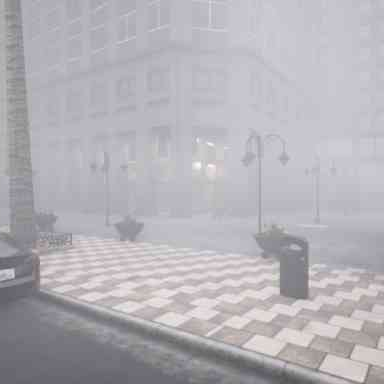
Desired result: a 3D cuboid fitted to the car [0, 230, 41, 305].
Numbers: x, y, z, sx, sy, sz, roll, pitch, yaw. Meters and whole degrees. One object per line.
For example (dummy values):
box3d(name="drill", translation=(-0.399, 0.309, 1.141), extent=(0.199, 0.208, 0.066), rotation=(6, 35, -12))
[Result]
box3d(name="car", translation=(-5.232, 1.512, 7.191), extent=(4.786, 1.482, 2.161), rotation=(0, 0, 35))
